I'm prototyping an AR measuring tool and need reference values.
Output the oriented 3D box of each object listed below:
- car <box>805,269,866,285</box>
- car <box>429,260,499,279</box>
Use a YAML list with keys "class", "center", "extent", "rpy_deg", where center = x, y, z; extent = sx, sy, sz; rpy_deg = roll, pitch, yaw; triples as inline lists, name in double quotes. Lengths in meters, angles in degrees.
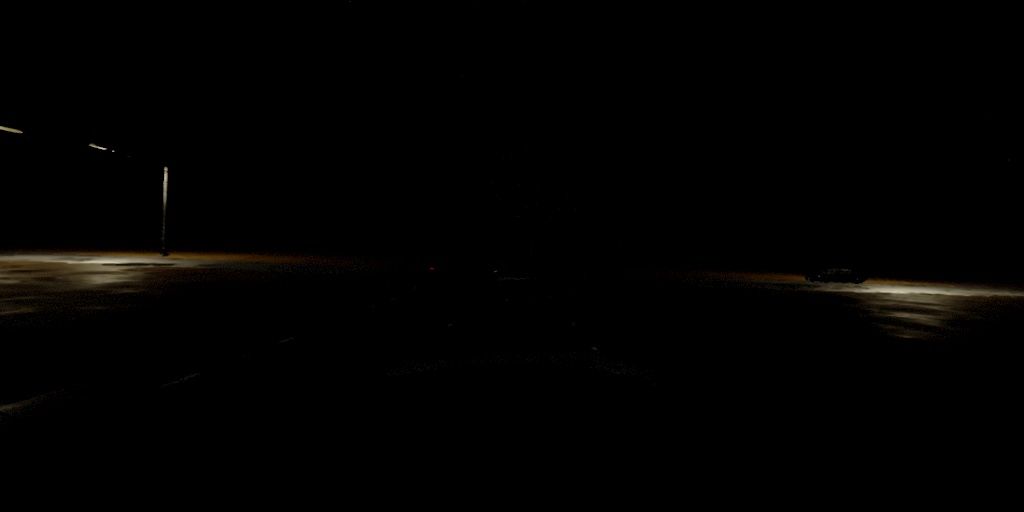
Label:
- class: "car"
  center: [31.180, 1.966, 34.626]
  extent: [4.902, 1.511, 2.128]
  rpy_deg: [1, 0, 1]
- class: "car"
  center: [-3.755, 1.054, 28.408]
  extent: [5.357, 1.411, 2.033]
  rpy_deg: [1, 1, 1]
